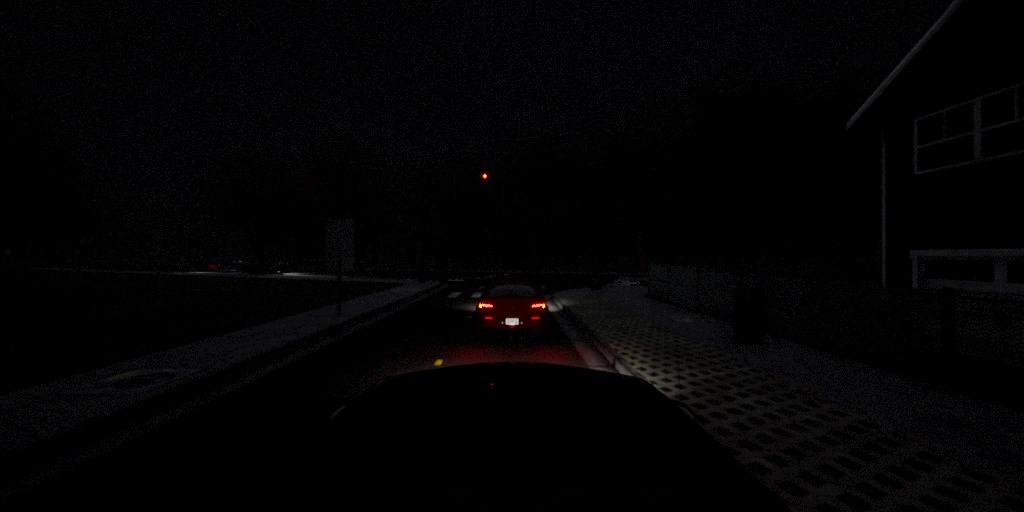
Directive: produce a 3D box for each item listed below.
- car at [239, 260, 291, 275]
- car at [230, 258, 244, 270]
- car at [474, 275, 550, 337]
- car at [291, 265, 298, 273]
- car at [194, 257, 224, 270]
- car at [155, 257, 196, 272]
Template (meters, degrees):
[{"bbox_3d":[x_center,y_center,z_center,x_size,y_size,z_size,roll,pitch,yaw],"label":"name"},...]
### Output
[{"bbox_3d":[-26.291,1.336,38.190,4.718,1.301,1.895,0,0,23],"label":"car"},{"bbox_3d":[-36.423,1.323,49.801,4.181,1.385,1.994,0,0,24],"label":"car"},{"bbox_3d":[0.007,1.270,10.166,1.812,1.442,4.674,0,0,0],"label":"car"},{"bbox_3d":[-27.828,1.294,42.395,5.357,1.411,2.033,0,0,23],"label":"car"},{"bbox_3d":[-41.933,0.841,48.583,5.008,1.535,1.882,0,0,23],"label":"car"},{"bbox_3d":[-43.221,1.268,45.598,4.902,1.511,2.128,0,0,23],"label":"car"}]
